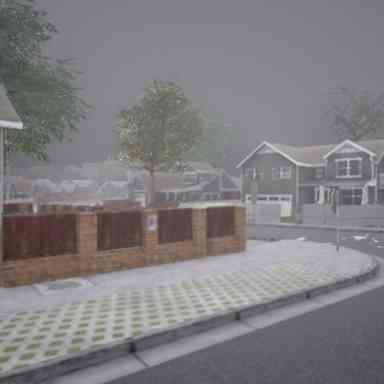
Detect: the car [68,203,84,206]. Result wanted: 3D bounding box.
[{"bbox_3d":[-13.011,1.946,37.305,1.812,1.442,4.674,0,-1,-34],"label":"car"}]
